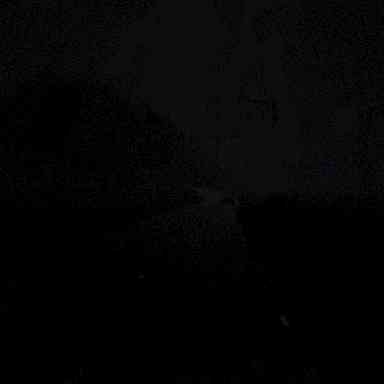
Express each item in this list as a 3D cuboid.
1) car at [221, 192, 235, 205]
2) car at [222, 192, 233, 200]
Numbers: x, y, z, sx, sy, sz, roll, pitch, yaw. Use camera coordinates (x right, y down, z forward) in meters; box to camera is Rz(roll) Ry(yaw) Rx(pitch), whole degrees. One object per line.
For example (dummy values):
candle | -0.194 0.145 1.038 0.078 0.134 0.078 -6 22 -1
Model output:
car | 5.685 1.182 52.836 1.837 1.490 4.892 0 1 9
car | 7.568 0.807 71.472 2.033 1.411 5.357 0 2 3
